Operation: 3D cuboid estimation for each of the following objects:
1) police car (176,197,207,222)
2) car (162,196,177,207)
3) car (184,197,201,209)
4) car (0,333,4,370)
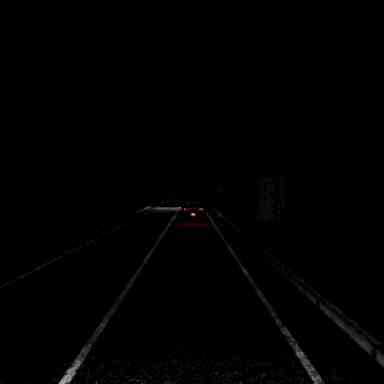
[{"bbox_3d":[0.086,1.408,25.595,2.038,1.542,4.974,0,0,0],"label":"police car"},{"bbox_3d":[-3.107,1.266,46.022,1.882,1.535,5.008,0,0,0],"label":"car"},{"bbox_3d":[0.078,1.354,42.920,2.033,1.411,5.357,0,0,0],"label":"car"},{"bbox_3d":[-3.101,1.562,2.033,1.994,1.385,4.181,0,0,0],"label":"car"}]
